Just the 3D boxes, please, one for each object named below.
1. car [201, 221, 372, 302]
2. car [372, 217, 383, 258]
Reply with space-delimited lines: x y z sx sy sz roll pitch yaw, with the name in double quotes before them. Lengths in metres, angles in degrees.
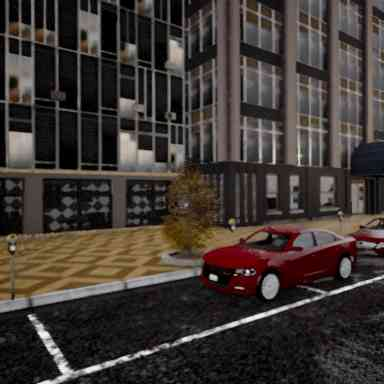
"car" 2.277 1.515 8.189 4.507 1.381 1.887 0 0 -36
"car" 6.916 1.526 11.499 4.206 1.307 1.802 0 0 -36
